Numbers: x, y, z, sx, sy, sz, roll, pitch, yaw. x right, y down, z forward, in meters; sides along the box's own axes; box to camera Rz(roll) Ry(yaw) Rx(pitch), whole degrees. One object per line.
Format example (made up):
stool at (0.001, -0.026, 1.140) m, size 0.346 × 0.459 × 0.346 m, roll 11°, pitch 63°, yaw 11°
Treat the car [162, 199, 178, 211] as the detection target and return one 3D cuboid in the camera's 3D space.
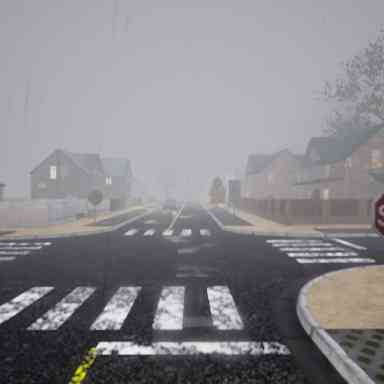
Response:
car at (-2.791, 1.628, 42.994) m, size 2.033 × 1.411 × 5.357 m, roll 0°, pitch 0°, yaw 0°
